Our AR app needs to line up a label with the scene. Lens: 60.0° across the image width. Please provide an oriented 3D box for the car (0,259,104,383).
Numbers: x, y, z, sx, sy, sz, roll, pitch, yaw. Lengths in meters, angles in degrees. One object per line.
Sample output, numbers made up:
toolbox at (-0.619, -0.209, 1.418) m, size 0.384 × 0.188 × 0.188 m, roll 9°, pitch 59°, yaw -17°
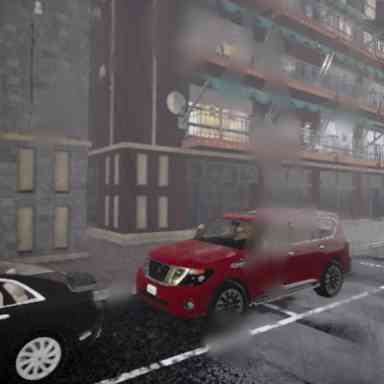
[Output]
car at (-3.244, 1.549, 3.773) m, size 4.403 × 1.369 × 2.008 m, roll 0°, pitch 1°, yaw -36°

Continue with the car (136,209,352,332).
car at (1.375, 1.329, 7.065) m, size 5.009 × 1.841 × 2.192 m, roll 0°, pitch 1°, yaw -36°
